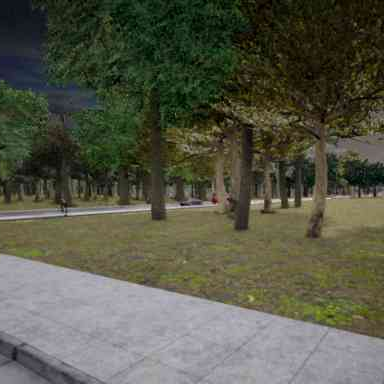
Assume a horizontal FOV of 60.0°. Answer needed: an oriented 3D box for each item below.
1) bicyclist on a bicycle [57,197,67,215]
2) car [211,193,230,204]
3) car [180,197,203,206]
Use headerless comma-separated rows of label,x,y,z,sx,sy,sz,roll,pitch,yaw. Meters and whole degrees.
bicyclist on a bicycle,-11.864,1.284,30.360,1.656,1.620,0.582,0,0,36
car,5.647,1.182,59.926,2.150,2.045,5.566,0,0,36
car,-0.038,1.526,51.913,1.994,1.385,4.181,0,0,36
